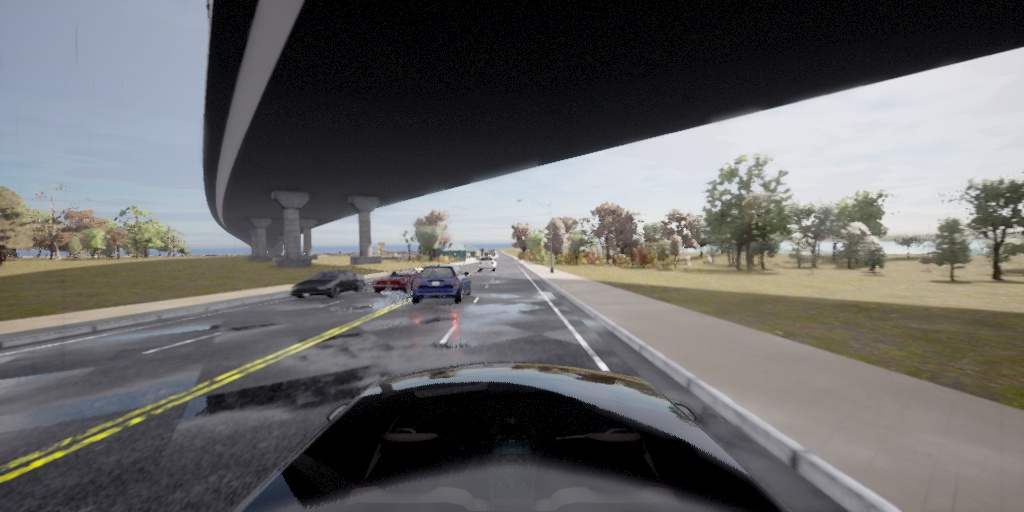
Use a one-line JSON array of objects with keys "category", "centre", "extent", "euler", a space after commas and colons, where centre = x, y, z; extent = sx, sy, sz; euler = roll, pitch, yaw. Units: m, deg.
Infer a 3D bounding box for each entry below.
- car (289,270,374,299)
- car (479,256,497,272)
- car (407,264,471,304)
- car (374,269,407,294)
[{"category": "car", "centre": [-9.887, 1.482, 19.870], "extent": [2.033, 1.411, 5.357], "euler": [-1, 0, 0]}, {"category": "car", "centre": [-3.320, 1.052, 49.170], "extent": [2.150, 2.045, 5.566], "euler": [-1, 0, 0]}, {"category": "car", "centre": [-3.189, 1.164, 17.104], "extent": [2.097, 1.767, 4.553], "euler": [-1, 0, 0]}, {"category": "car", "centre": [-6.641, 1.478, 21.388], "extent": [1.895, 1.301, 4.718], "euler": [-1, 0, 0]}]
